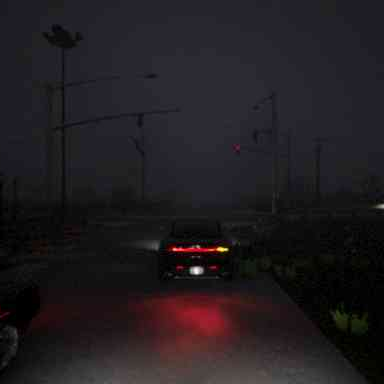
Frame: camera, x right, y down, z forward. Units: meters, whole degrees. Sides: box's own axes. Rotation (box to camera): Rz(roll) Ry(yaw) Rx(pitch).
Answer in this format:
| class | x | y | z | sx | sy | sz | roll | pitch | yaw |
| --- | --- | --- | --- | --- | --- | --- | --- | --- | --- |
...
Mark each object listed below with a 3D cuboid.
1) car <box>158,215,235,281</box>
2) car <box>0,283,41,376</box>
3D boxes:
| class | x | y | z | sx | sy | sz | roll | pitch | yaw |
| --- | --- | --- | --- | --- | --- | --- | --- | --- | --- |
| car | 0.099 | 1.429 | 9.592 | 1.837 | 1.490 | 4.892 | 0 | 0 | 0 |
| car | -3.172 | 1.579 | 2.698 | 1.895 | 1.301 | 4.718 | 0 | 0 | 0 |
